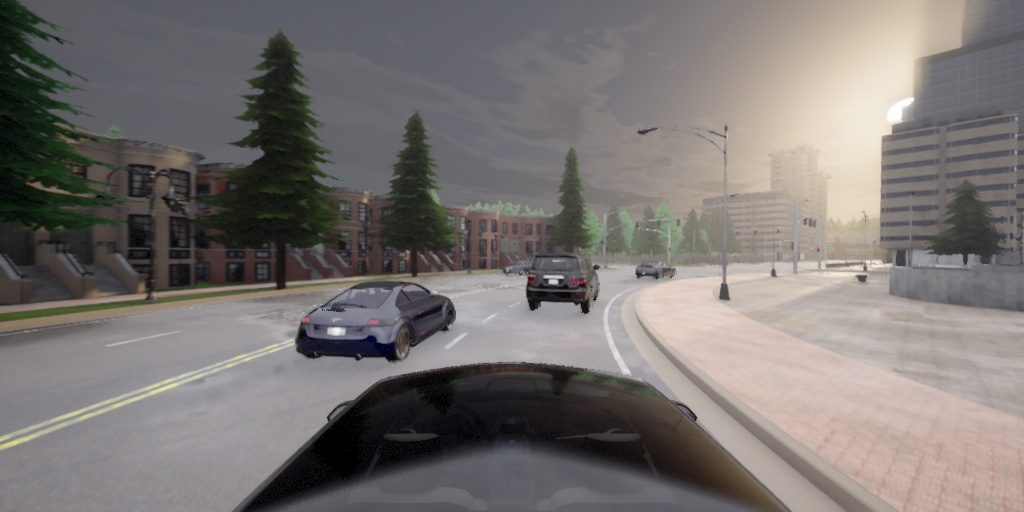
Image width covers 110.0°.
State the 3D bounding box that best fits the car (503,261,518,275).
[{"bbox_3d":[1.186,1.076,34.018,2.128,1.511,4.902,1,0,40],"label":"car"}]

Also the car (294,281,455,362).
[{"bbox_3d":[-2.733,1.247,8.126,1.994,1.385,4.181,1,0,8],"label":"car"}]

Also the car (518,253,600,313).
[{"bbox_3d":[2.133,0.910,14.060,2.150,2.045,5.566,0,0,18],"label":"car"}]

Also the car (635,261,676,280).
[{"bbox_3d":[12.038,1.167,29.887,2.128,1.511,4.902,1,0,44],"label":"car"}]
